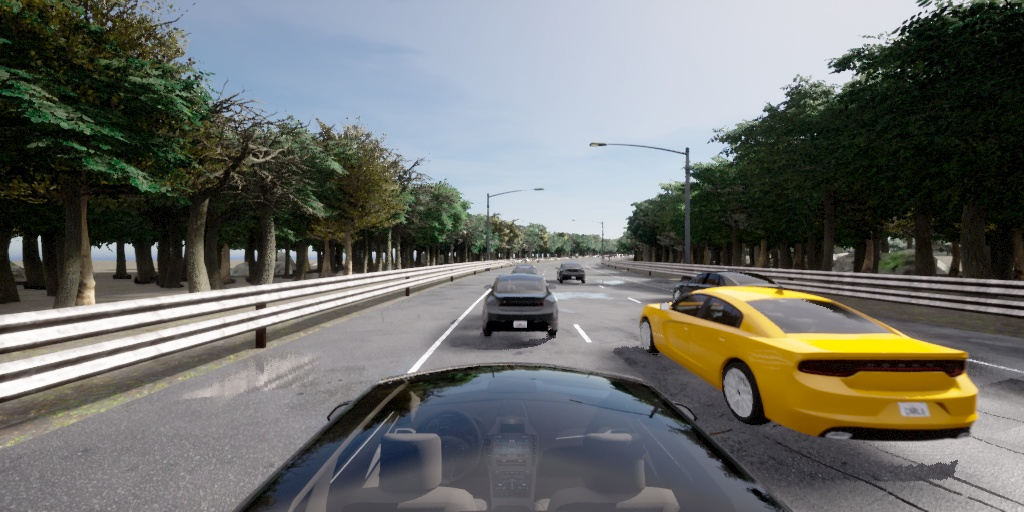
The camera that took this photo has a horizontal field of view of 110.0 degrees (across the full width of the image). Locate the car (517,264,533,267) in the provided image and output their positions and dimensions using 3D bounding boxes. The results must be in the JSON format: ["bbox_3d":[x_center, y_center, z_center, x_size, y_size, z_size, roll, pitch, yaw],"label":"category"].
[{"bbox_3d":[0.989,1.317,27.906,1.994,1.385,4.181,0,0,3],"label":"car"}]

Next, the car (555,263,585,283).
[{"bbox_3d":[4.478,1.259,27.659,1.837,1.490,4.892,0,0,3],"label":"car"}]

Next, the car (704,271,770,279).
[{"bbox_3d":[7.277,1.256,12.320,1.837,1.490,4.892,0,0,2],"label":"car"}]

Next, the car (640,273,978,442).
[{"bbox_3d":[3.656,1.228,5.717,1.882,1.535,5.008,0,0,0],"label":"car"}]

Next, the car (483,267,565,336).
[{"bbox_3d":[0.232,1.256,10.374,1.837,1.490,4.892,0,0,1],"label":"car"}]
